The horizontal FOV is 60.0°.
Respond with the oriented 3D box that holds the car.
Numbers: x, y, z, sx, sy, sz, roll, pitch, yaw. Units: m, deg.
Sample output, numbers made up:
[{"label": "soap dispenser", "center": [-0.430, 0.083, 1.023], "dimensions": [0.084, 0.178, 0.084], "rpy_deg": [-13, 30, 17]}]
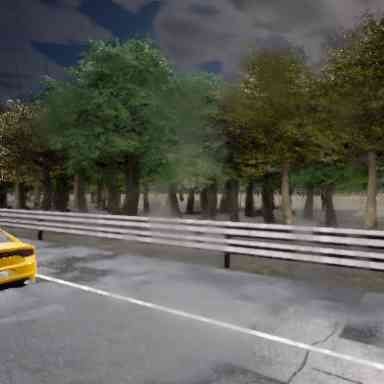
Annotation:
[{"label": "car", "center": [-5.785, 1.488, 8.086], "dimensions": [5.008, 1.535, 1.882], "rpy_deg": [0, 0, 36]}]
